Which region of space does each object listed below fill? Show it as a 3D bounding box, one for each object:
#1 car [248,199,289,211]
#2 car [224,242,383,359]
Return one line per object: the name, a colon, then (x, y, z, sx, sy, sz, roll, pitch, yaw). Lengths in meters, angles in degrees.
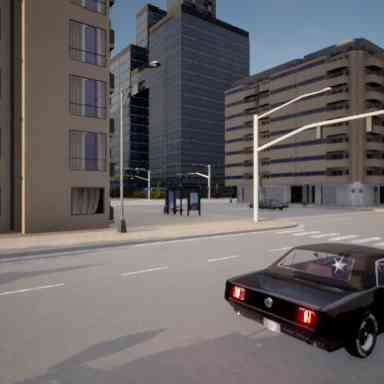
car: (9.724, 1.593, 42.497, 2.033, 1.411, 5.357, 0, 0, -38)
car: (2.922, 1.599, 6.009, 4.718, 1.301, 1.895, 0, 0, -36)
